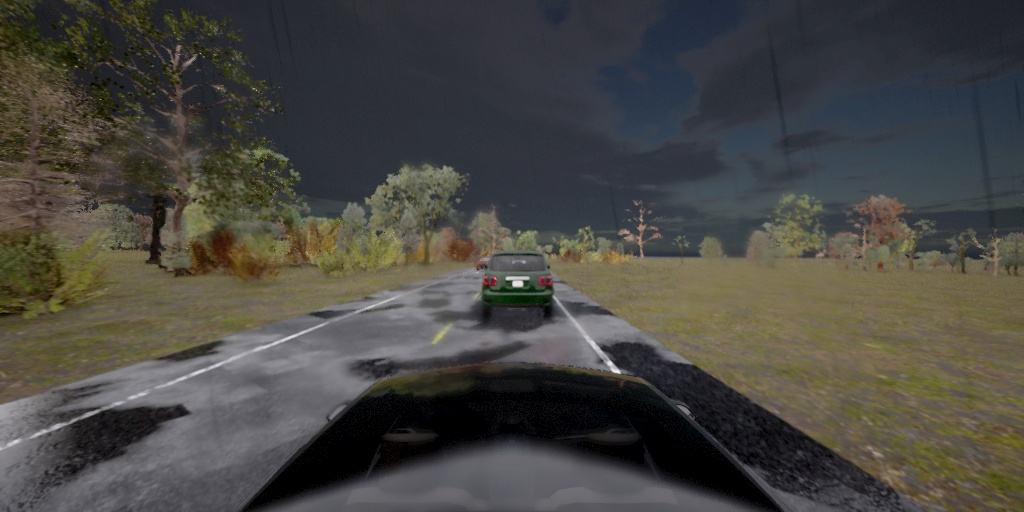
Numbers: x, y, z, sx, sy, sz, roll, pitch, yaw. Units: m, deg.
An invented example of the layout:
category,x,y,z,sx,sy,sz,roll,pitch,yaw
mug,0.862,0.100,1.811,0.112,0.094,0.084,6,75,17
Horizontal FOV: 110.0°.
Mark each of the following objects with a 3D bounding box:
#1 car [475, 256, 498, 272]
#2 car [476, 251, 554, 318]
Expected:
category,x,y,z,sx,sy,sz,roll,pitch,yaw
car,-2.706,0.826,38.950,1.882,1.535,5.008,0,0,3
car,0.184,0.846,12.565,2.150,2.045,5.566,0,0,1
